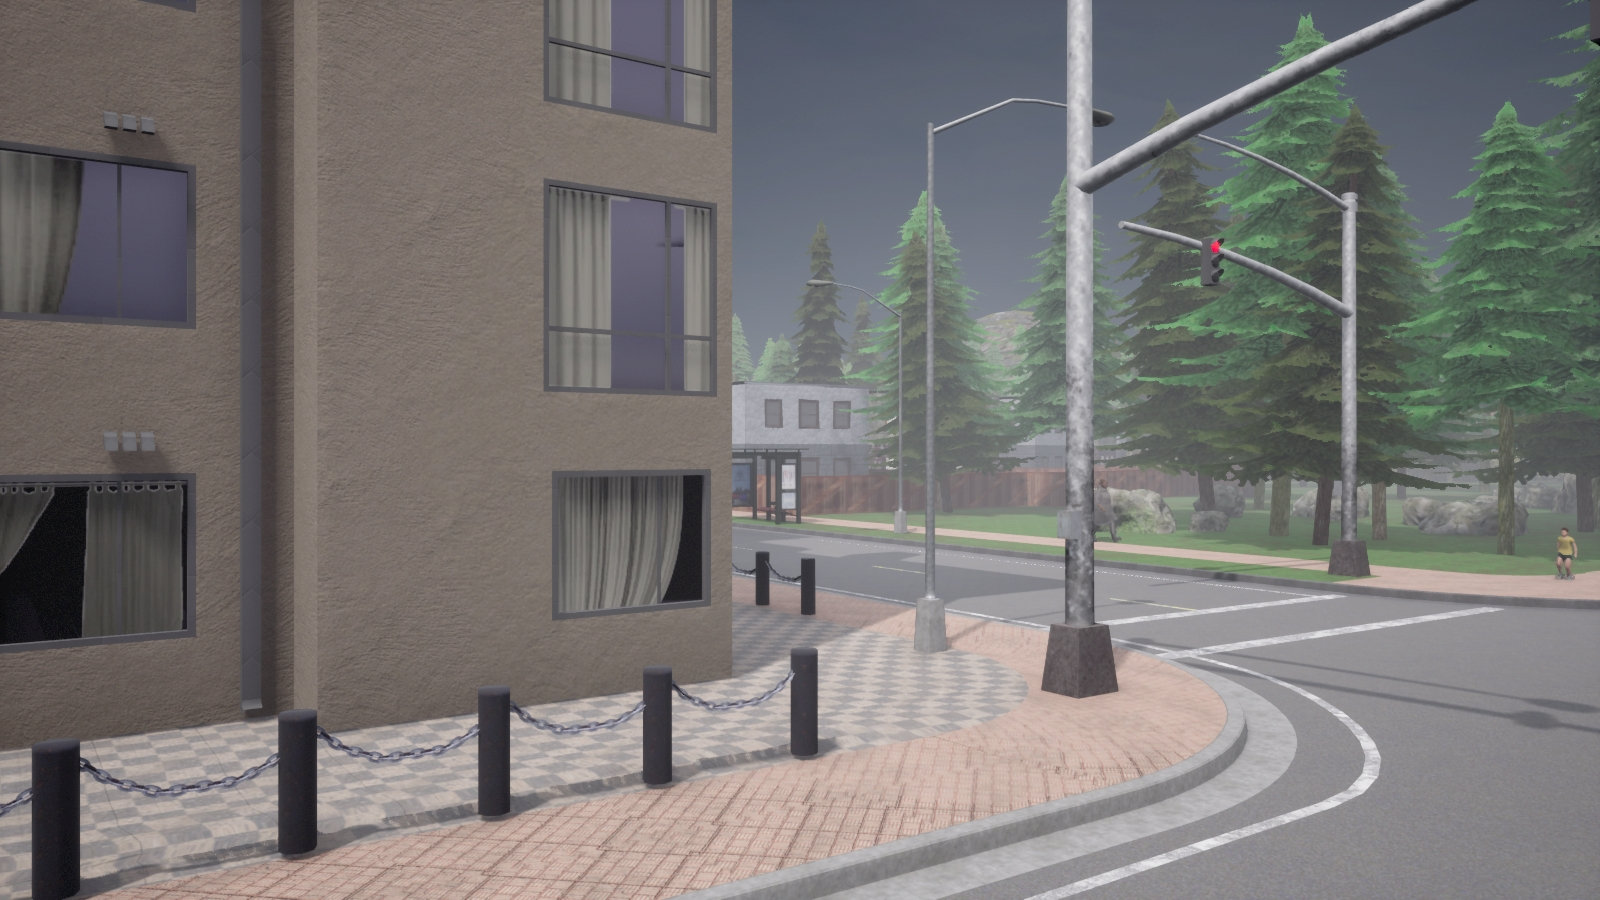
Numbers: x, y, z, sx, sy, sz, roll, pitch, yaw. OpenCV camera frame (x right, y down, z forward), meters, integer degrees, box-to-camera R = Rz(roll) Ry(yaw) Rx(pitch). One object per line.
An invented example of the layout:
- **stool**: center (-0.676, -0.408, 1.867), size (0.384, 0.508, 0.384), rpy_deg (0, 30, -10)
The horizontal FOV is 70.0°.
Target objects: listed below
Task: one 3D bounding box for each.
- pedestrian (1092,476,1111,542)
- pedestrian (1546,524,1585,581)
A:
- **pedestrian**: center (8.584, 1.676, 32.542), size (0.375, 1.860, 0.375), rpy_deg (0, 0, -34)
- **pedestrian**: center (15.424, 2.054, 23.014), size (0.500, 1.100, 0.500), rpy_deg (0, 0, -35)
